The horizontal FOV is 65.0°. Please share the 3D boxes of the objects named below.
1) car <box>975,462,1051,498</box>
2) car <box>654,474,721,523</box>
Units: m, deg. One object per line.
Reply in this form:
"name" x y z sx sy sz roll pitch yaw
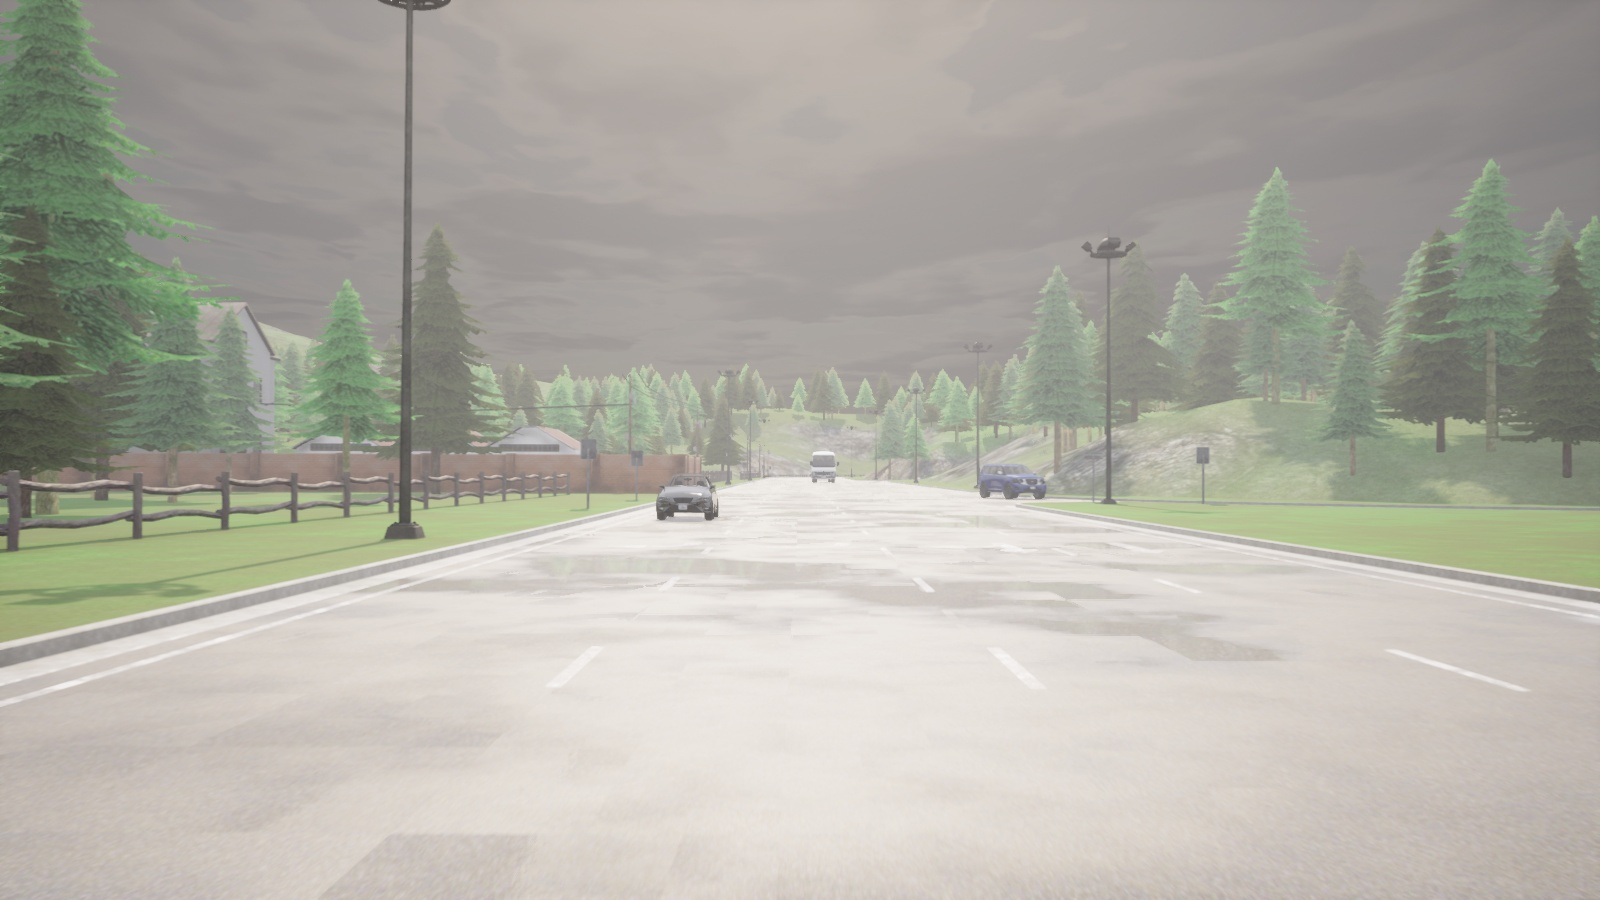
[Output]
"car" 12.326 1.726 73.143 2.150 2.045 5.566 0 -1 -17
"car" -3.589 1.533 40.635 1.816 1.474 4.193 0 -1 0
